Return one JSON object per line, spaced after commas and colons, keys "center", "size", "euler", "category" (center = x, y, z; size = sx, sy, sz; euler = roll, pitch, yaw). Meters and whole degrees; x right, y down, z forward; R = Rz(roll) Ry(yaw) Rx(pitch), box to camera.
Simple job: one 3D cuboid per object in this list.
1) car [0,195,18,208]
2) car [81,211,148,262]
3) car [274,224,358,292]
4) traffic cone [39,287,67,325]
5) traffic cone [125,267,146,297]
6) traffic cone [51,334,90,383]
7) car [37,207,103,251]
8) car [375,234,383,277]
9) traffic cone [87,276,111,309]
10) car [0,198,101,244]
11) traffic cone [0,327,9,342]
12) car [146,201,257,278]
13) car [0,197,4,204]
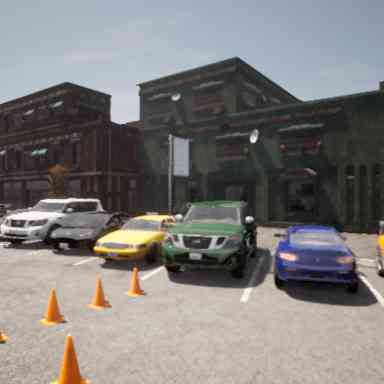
{"center": [-34.969, 1.687, 60.623], "size": [5.566, 2.045, 2.435], "euler": [1, 0, 15], "category": "car"}
{"center": [-1.620, 1.569, 12.534], "size": [1.946, 1.575, 5.366], "euler": [1, -1, 16], "category": "car"}
{"center": [3.259, 1.604, 9.150], "size": [2.002, 1.452, 4.674], "euler": [0, -1, 16], "category": "car"}
{"center": [-2.467, 1.993, 5.917], "size": [0.340, 0.580, 0.340], "euler": [0, -1, 36], "category": "traffic cone"}
{"center": [-1.285, 2.008, 7.530], "size": [0.340, 0.580, 0.340], "euler": [0, -1, 36], "category": "traffic cone"}
{"center": [-1.445, 1.981, 3.929], "size": [0.340, 0.580, 0.340], "euler": [0, -1, 36], "category": "traffic cone"}
{"center": [-3.996, 1.612, 14.464], "size": [2.163, 1.488, 4.792], "euler": [1, -1, 16], "category": "car"}
{"center": [5.695, 1.435, 7.404], "size": [2.185, 1.767, 4.553], "euler": [1, -1, 16], "category": "car"}
{"center": [-1.876, 2.000, 6.724], "size": [0.340, 0.580, 0.340], "euler": [0, -1, 36], "category": "traffic cone"}
{"center": [-6.408, 1.339, 16.252], "size": [2.435, 2.045, 5.566], "euler": [1, -1, 16], "category": "car"}
{"center": [-3.058, 1.985, 5.111], "size": [0.340, 0.580, 0.340], "euler": [0, -1, 36], "category": "traffic cone"}
{"center": [0.859, 1.318, 10.913], "size": [2.435, 2.045, 5.566], "euler": [1, -1, 16], "category": "car"}
{"center": [-45.350, 1.935, 75.409], "size": [4.553, 1.767, 2.185], "euler": [-1, -1, 15], "category": "car"}
